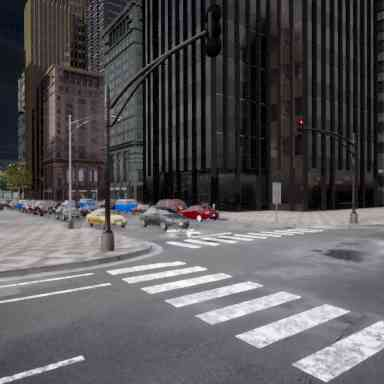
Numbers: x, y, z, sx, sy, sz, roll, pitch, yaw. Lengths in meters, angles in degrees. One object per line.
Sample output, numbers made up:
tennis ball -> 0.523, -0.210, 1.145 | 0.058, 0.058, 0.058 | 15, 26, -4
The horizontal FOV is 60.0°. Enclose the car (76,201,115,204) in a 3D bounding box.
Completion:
car -> -10.227, 1.996, 34.440 | 2.033, 1.411, 5.357 | 0, -1, -36

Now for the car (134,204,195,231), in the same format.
car -> -2.019, 1.782, 22.954 | 1.812, 1.442, 4.674 | 0, -1, -34

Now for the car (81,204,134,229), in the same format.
car -> -6.327, 1.843, 24.366 | 1.752, 1.417, 4.829 | -1, 0, -35

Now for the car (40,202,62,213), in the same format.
car -> -21.313, 2.254, 50.133 | 2.033, 1.411, 5.357 | 0, -1, -35

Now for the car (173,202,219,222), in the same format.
car -> 0.524, 1.828, 29.447 | 1.887, 1.381, 4.507 | -1, 0, -35

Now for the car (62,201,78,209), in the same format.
car -> -22.810, 2.406, 62.163 | 1.802, 1.307, 4.206 | -1, 0, -35

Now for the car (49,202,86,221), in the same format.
car -> -12.098, 2.004, 32.460 | 2.008, 1.369, 4.403 | -1, 0, -35

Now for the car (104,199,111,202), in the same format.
car -> -11.277, 1.874, 46.028 | 2.192, 1.841, 5.009 | -1, 0, -35

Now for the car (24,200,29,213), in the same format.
car -> -20.609, 2.195, 44.394 | 1.887, 1.381, 4.507 | -1, 0, -35

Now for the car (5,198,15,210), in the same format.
car -> -32.062, 2.353, 60.451 | 1.967, 1.590, 4.097 | -1, 0, -35

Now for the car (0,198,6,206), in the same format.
car -> -41.428, 2.666, 73.586 | 1.887, 1.381, 4.507 | -1, 0, -35

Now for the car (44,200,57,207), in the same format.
car -> -31.871, 2.594, 74.869 | 1.947, 1.339, 4.313 | -1, 0, -35

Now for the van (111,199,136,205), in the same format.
van -> -8.328, 1.832, 41.883 | 1.690, 1.788, 3.998 | -1, 0, -35

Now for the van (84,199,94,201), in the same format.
van -> -17.174, 2.037, 54.318 | 1.690, 1.788, 3.998 | -1, 0, -35

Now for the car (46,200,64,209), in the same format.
car -> -25.072, 2.315, 60.756 | 1.882, 1.535, 5.008 | 0, -1, -35

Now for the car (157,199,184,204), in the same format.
car -> -2.430, 1.668, 33.593 | 2.192, 1.841, 5.009 | -1, 0, -35

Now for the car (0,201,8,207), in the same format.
car -> -44.549, 2.770, 77.963 | 1.802, 1.307, 4.206 | -1, 0, -35

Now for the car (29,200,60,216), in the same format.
car -> -17.777, 1.900, 40.416 | 2.192, 1.841, 5.009 | -1, 0, -35

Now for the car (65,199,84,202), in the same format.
car -> -19.365, 2.059, 52.758 | 2.097, 1.767, 4.553 | 0, -1, -36

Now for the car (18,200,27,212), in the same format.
car -> -23.448, 2.156, 48.372 | 1.967, 1.590, 4.097 | -1, 0, -35

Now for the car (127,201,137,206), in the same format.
car -> -5.373, 2.004, 37.738 | 1.802, 1.307, 4.206 | -1, 0, -35

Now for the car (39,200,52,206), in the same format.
car -> -34.893, 2.659, 79.106 | 1.947, 1.339, 4.313 | -1, 0, -35

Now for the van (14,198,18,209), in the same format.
van -> -26.287, 2.122, 52.350 | 1.690, 1.788, 3.998 | -1, 0, -35
